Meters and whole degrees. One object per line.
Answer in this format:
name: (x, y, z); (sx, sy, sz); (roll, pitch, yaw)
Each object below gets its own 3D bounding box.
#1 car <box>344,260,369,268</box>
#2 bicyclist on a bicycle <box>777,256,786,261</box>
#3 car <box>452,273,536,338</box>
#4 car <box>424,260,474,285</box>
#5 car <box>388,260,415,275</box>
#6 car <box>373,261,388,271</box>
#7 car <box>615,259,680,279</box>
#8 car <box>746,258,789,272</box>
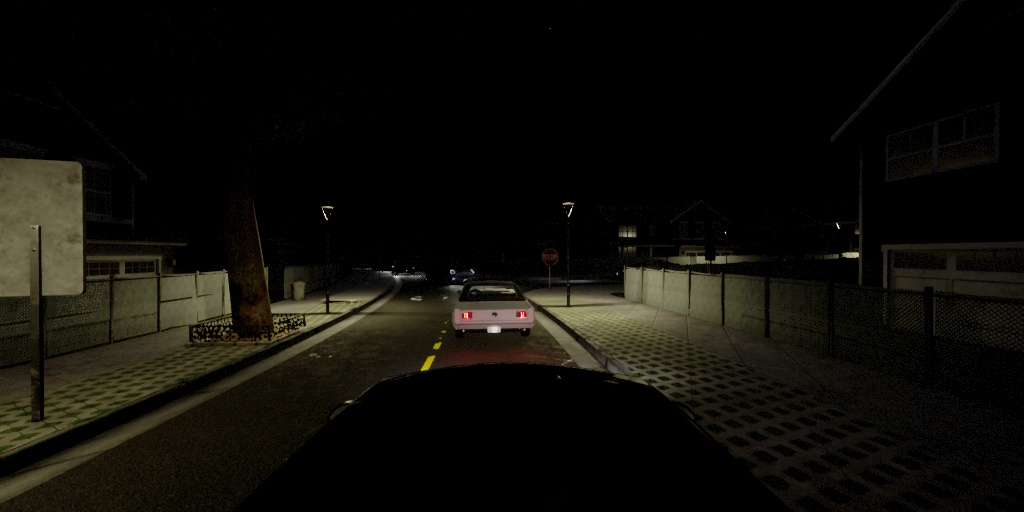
car: (-25.181, 1.286, 58.838); (2.033, 1.411, 5.357); (0, 0, -41)
bicyclist on a bicycle: (16.596, 0.799, 22.060); (0.582, 1.620, 1.656); (-1, 0, -9)
car: (-0.617, 1.347, 10.194); (1.895, 1.301, 4.718); (0, 0, -6)
car: (-4.569, 1.081, 26.113); (2.097, 1.767, 4.553); (0, 0, -39)
car: (-11.663, 1.227, 38.274); (1.837, 1.490, 4.892); (0, 0, -26)
car: (-17.123, 1.322, 48.068); (1.895, 1.301, 4.718); (0, 0, -34)
car: (10.256, 1.020, 27.055); (4.902, 1.511, 2.128); (-1, 0, -9)
car: (20.645, 0.872, 28.729); (5.008, 1.535, 1.882); (-1, 0, -10)
